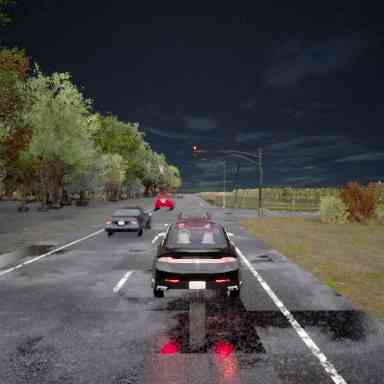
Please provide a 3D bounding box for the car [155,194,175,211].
[{"bbox_3d":[-3.392,1.229,41.931,2.150,2.045,5.566,0,0,0],"label":"car"}]

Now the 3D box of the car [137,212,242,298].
[{"bbox_3d":[0.101,1.494,8.518,2.128,1.511,4.902,0,0,0],"label":"car"}]

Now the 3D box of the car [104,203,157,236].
[{"bbox_3d":[-3.396,1.552,18.493,2.033,1.411,5.357,0,0,0],"label":"car"}]

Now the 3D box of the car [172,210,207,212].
[{"bbox_3d":[0.104,1.605,17.734,1.895,1.301,4.718,0,0,0],"label":"car"}]
